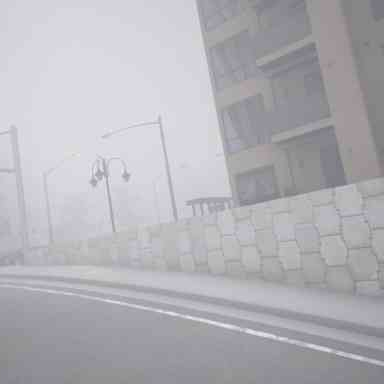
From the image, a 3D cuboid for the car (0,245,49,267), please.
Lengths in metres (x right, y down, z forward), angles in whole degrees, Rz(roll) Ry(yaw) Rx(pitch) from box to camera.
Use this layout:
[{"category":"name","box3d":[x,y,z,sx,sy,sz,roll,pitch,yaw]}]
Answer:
[{"category":"car","box3d":[-14.635,5.692,29.942,1.837,1.490,4.892,-15,-8,35]}]
